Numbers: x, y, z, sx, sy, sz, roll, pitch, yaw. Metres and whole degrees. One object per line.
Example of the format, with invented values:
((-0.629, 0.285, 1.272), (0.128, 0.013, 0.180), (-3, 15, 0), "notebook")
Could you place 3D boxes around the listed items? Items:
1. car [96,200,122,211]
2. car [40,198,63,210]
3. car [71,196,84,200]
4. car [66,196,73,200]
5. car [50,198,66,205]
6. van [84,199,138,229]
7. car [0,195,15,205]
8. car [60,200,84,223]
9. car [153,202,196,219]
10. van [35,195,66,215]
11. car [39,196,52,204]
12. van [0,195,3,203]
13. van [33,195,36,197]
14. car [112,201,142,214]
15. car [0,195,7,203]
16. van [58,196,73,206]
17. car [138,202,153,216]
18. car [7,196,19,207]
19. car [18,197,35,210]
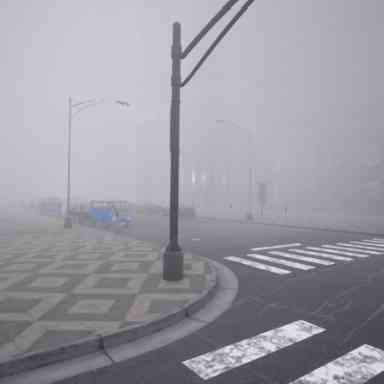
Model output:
((-11.117, 1.753, 44.348), (1.752, 1.417, 4.829), (1, -1, -35), "car")
((-19.708, 1.657, 46.505), (1.837, 1.490, 4.892), (1, -1, -35), "car")
((-17.399, 1.814, 53.233), (1.887, 1.381, 4.507), (1, -1, -35), "car")
((-20.586, 1.606, 57.747), (2.192, 1.841, 5.009), (1, -1, -35), "car")
((-26.968, 1.885, 66.768), (2.008, 1.369, 4.403), (1, -1, -35), "car")
((-5.256, 1.335, 21.243), (1.690, 1.788, 3.998), (1, -1, -35), "van")
((-37.038, 1.730, 66.228), (1.752, 1.417, 4.829), (1, -1, -35), "car")
((-8.446, 1.559, 25.754), (1.887, 1.381, 4.507), (1, -1, -35), "car")
((-1.450, 1.709, 30.675), (1.887, 1.381, 4.507), (1, -1, -35), "car")
((-14.820, 1.397, 34.780), (1.690, 1.788, 3.998), (1, -1, -35), "van")
((-33.347, 1.817, 75.793), (1.967, 1.590, 4.097), (1, -1, -35), "car")
((-46.697, 1.612, 79.906), (1.690, 1.788, 3.998), (1, -1, -35), "van")
((-36.535, 1.740, 80.305), (1.690, 1.788, 3.998), (1, -1, -35), "van")
((-7.829, 1.750, 39.698), (1.887, 1.381, 4.507), (1, -1, -35), "car")
((-43.509, 1.564, 75.393), (2.192, 1.841, 5.009), (1, -1, -35), "car")
((-23.776, 1.654, 62.259), (1.690, 1.788, 3.998), (1, -1, -35), "van")
((-4.640, 1.729, 35.186), (1.887, 1.381, 4.507), (1, -1, -35), "car")
((-27.573, 1.692, 52.829), (2.008, 1.369, 4.403), (1, -1, -35), "car")
((-21.198, 1.680, 43.803), (1.802, 1.307, 4.206), (1, -1, -35), "car")
